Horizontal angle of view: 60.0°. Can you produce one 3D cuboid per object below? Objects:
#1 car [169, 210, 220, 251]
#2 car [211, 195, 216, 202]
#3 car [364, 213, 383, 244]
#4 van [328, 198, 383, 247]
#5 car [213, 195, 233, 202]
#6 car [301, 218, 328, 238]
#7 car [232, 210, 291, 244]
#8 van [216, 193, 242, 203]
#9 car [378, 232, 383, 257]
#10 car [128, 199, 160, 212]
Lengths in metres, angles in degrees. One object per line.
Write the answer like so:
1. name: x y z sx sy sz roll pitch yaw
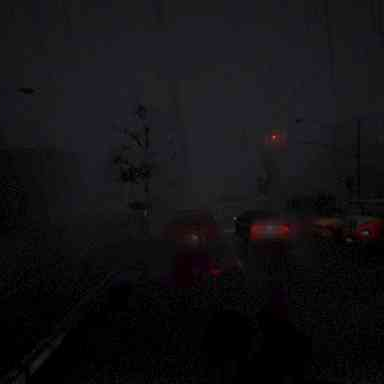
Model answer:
1. car: 0.100 1.471 14.038 1.882 1.535 5.008 0 0 0
2. car: 7.899 1.629 77.347 5.366 1.575 1.946 1 -1 -20
3. car: 8.096 1.515 10.248 4.792 1.488 2.163 1 0 -20
4. van: 7.965 1.258 13.174 4.442 1.987 1.878 1 0 -20
5. car: 8.104 1.721 86.357 4.553 1.767 2.185 1 -1 -20
6. car: 7.898 1.480 16.133 5.366 1.575 1.946 1 0 -20
7. car: 3.102 1.541 15.654 2.033 1.411 5.357 0 0 0
8. van: 7.966 1.198 68.443 4.442 1.987 1.878 1 -1 -20
9. car: 3.100 1.349 1.335 2.097 1.767 4.553 0 0 0
10. car: -5.887 1.555 40.152 2.128 1.511 4.902 -1 0 -43
